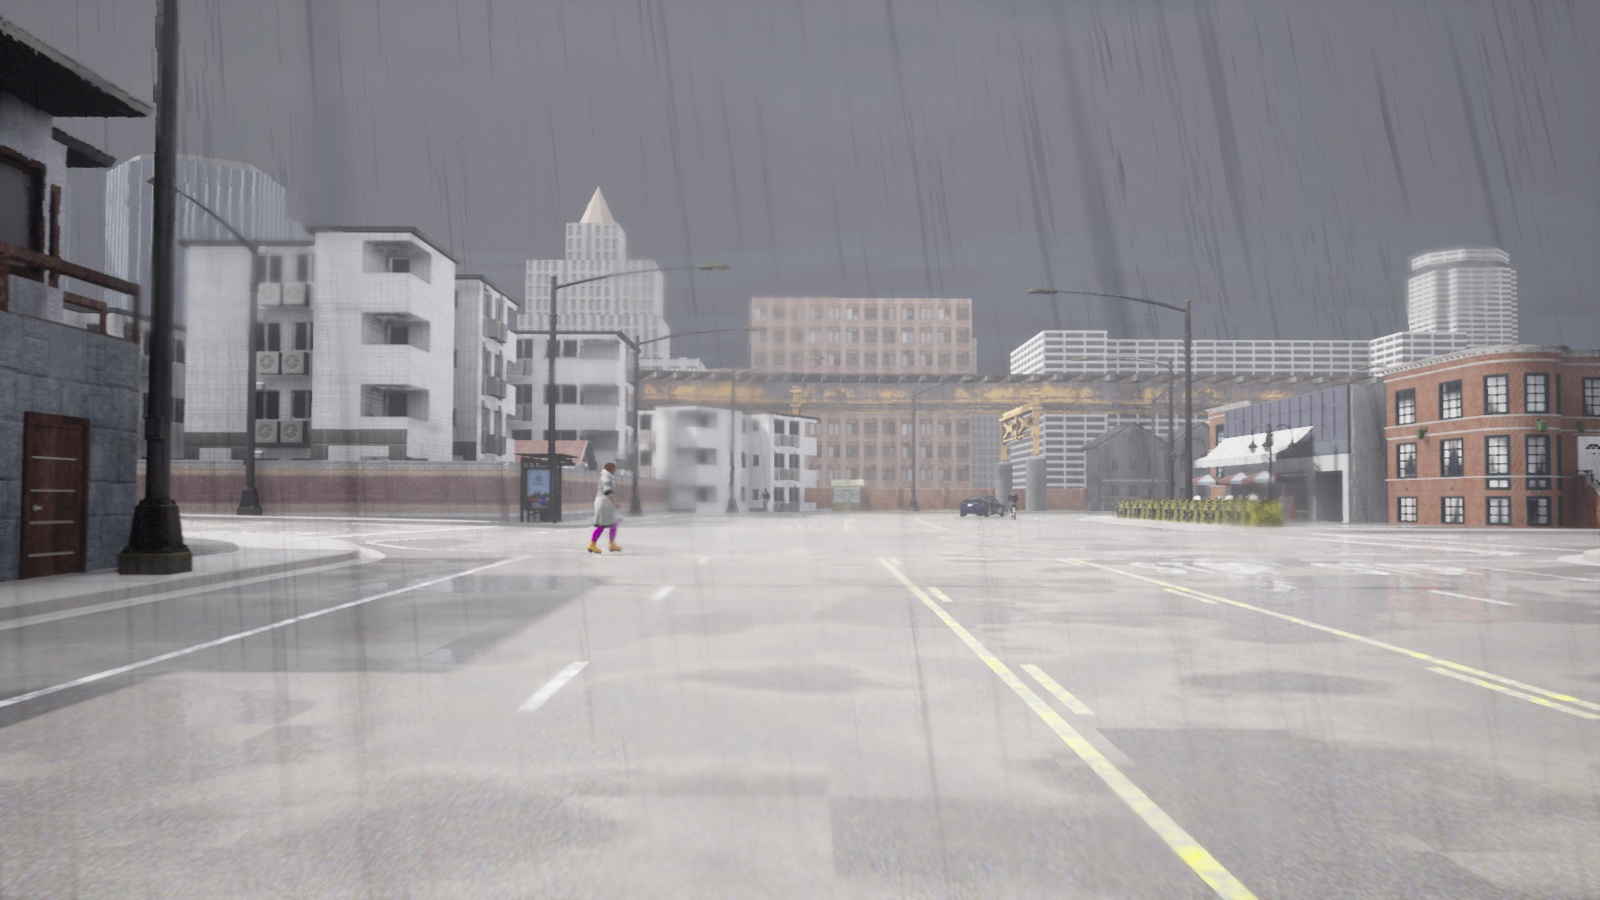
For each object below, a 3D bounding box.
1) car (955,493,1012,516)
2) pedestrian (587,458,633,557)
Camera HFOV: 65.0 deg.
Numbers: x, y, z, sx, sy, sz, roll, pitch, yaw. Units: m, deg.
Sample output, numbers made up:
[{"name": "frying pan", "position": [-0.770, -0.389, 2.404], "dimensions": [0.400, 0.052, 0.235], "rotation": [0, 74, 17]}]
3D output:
[{"name": "car", "position": [12.399, 3.667, 84.637], "dimensions": [2.163, 1.488, 4.792], "rotation": [-2, -3, 29]}, {"name": "pedestrian", "position": [-3.833, 1.158, 25.369], "dimensions": [0.873, 1.952, 0.659], "rotation": [0, -2, -4]}]
